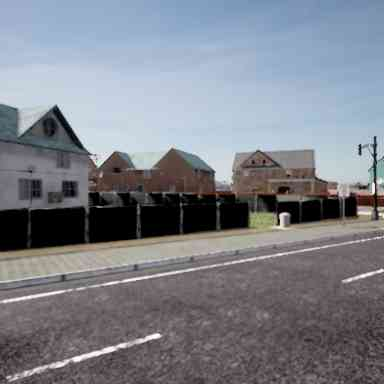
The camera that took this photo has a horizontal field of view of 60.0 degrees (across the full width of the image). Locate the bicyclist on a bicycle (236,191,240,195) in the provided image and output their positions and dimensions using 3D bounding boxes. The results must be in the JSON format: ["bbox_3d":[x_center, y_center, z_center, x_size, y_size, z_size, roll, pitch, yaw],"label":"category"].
[{"bbox_3d":[5.547,0.708,39.904,0.582,1.620,1.656,1,1,19],"label":"bicyclist on a bicycle"}]
